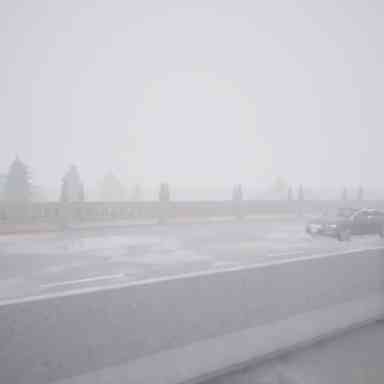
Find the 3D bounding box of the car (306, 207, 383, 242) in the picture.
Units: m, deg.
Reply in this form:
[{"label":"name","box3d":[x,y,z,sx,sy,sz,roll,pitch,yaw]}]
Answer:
[{"label":"car","box3d":[7.794,1.506,16.320,4.902,1.511,2.128,0,0,-26]}]
